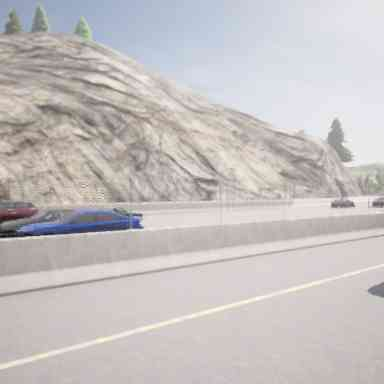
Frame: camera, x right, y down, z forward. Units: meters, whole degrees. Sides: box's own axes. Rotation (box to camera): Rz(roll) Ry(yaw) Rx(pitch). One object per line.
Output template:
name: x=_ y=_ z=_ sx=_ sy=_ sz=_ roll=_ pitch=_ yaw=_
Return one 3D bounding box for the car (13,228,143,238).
car: x=-4.477 y=1.478 z=13.698 sx=5.008 sy=1.535 sz=1.882 roll=0 pitch=0 yaw=-36
